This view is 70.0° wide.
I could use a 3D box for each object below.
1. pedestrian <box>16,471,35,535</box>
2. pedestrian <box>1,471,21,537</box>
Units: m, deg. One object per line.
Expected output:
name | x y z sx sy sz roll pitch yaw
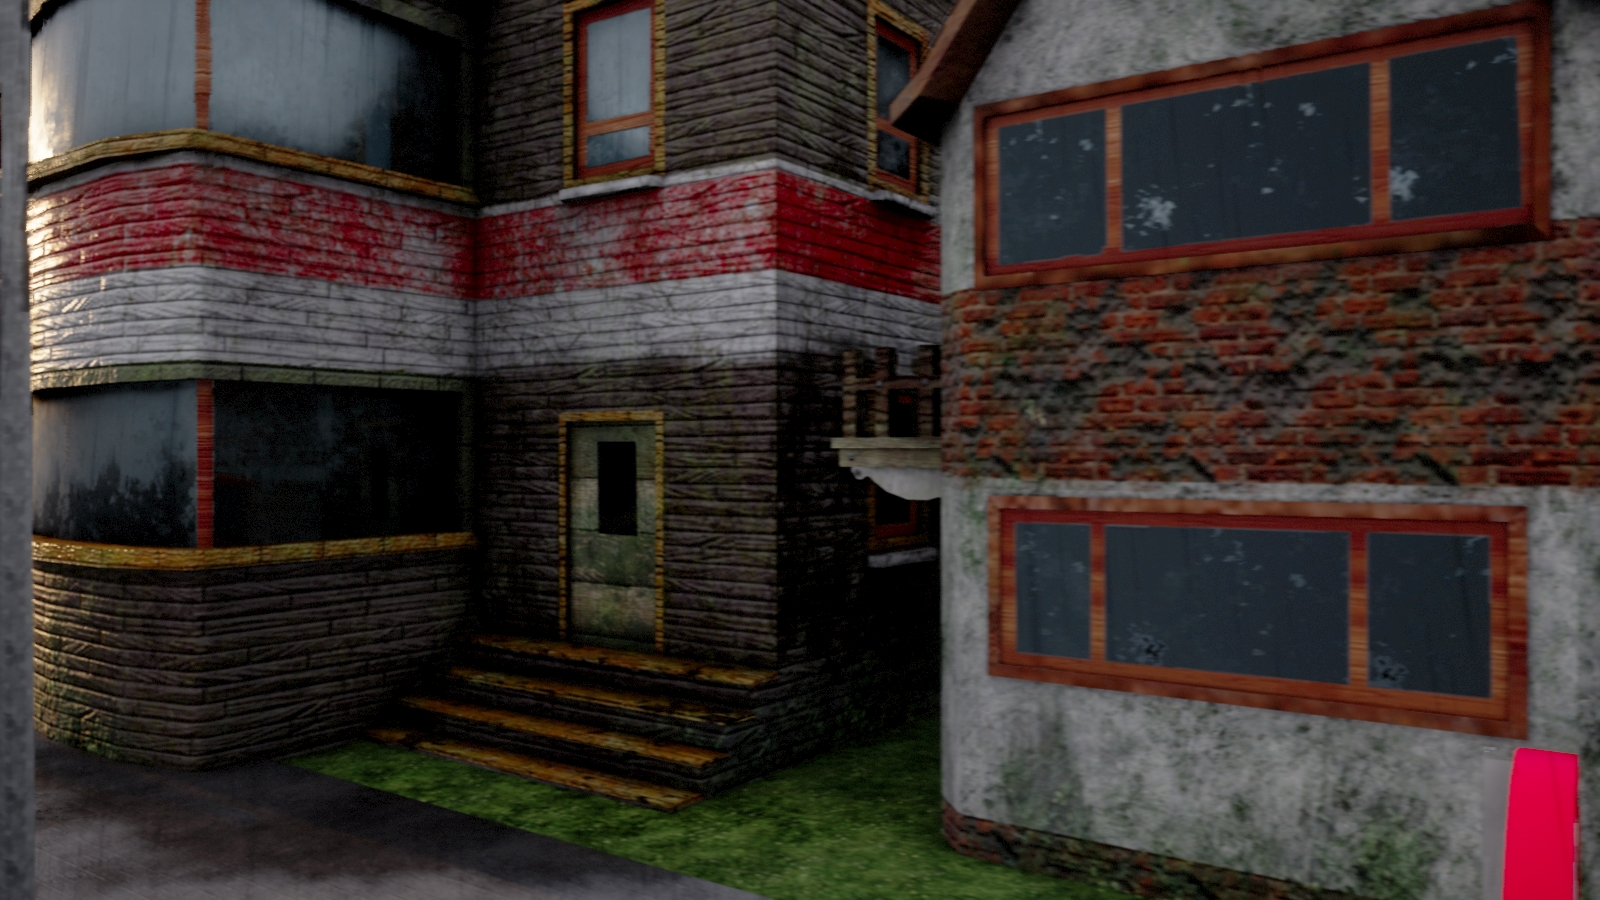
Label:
pedestrian | -22.689 1.544 33.468 0.375 1.860 0.375 0 0 38
pedestrian | -22.530 1.544 32.629 0.375 1.860 0.375 0 0 37
